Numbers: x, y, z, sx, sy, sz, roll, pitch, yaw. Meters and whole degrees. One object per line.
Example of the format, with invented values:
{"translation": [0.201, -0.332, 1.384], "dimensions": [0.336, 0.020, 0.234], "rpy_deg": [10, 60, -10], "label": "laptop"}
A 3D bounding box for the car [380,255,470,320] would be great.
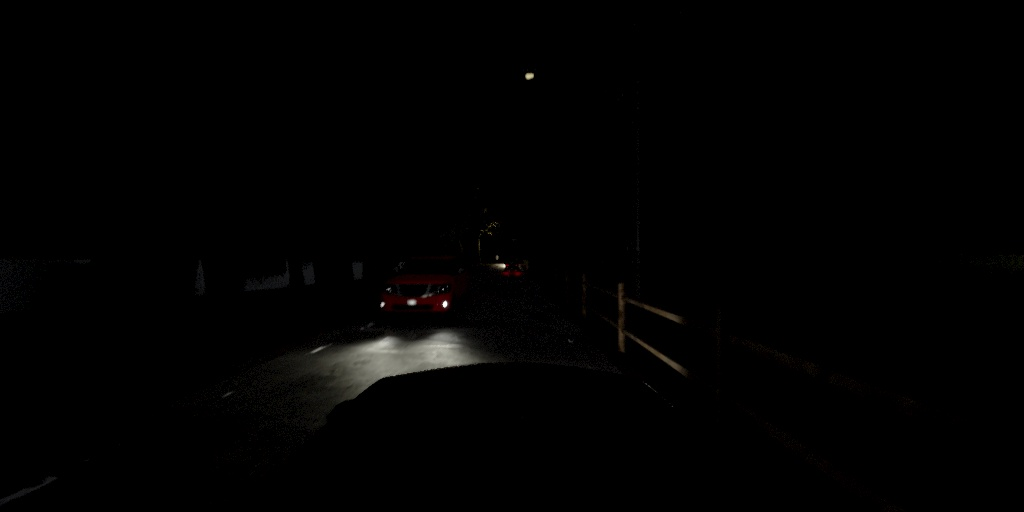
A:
{"translation": [-2.814, 0.968, 12.921], "dimensions": [2.150, 2.045, 5.566], "rpy_deg": [0, 0, 0], "label": "car"}

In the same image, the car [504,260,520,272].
{"translation": [-0.005, 1.328, 47.143], "dimensions": [1.812, 1.442, 4.674], "rpy_deg": [0, 0, 0], "label": "car"}
